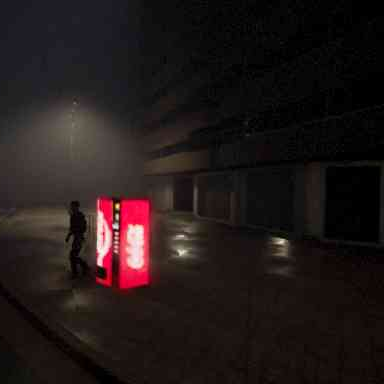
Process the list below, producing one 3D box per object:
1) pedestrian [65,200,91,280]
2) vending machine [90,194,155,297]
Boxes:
[{"bbox_3d":[-2.642,1.035,7.598,0.375,1.860,0.375,1,1,-40],"label":"pedestrian"},{"bbox_3d":[-1.569,1.110,7.532,1.100,2.100,0.880,1,1,-41],"label":"vending machine"}]
